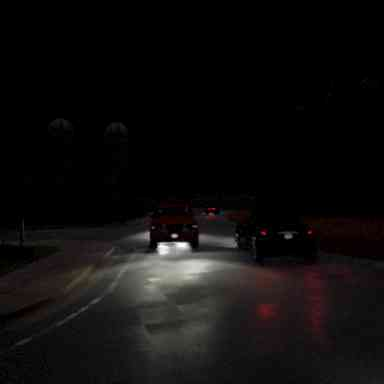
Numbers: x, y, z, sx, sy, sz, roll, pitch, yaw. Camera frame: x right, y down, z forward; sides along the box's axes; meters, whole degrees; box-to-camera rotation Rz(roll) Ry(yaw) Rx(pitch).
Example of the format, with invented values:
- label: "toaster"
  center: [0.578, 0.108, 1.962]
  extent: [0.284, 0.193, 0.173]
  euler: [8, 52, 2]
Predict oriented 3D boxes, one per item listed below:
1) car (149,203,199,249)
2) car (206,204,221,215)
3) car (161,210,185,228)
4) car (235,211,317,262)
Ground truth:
- label: "car"
  center: [-0.908, 1.575, 16.813]
  extent: [2.150, 2.045, 5.566]
  euler: [-1, -1, -4]
- label: "car"
  center: [3.160, 2.653, 50.023]
  extent: [1.837, 1.490, 4.892]
  euler: [-1, -2, 10]
- label: "car"
  center: [-1.569, 2.259, 28.352]
  extent: [1.895, 1.301, 4.718]
  euler: [-1, -2, -2]
- label: "car"
  center: [3.039, 1.535, 12.991]
  extent: [2.097, 1.767, 4.553]
  euler: [-1, -1, -3]
